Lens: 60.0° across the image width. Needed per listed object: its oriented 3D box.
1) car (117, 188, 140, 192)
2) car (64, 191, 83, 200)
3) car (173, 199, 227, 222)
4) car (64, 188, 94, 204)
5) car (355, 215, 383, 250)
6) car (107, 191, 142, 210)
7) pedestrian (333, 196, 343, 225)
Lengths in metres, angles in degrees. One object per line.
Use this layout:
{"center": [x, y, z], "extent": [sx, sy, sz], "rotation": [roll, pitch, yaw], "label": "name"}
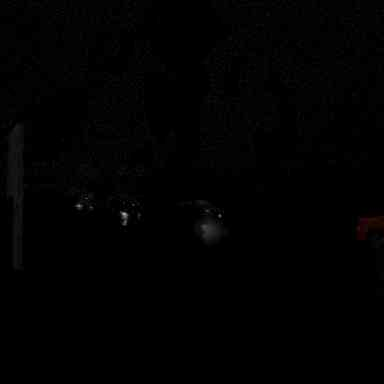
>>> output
{"center": [-8.006, 0.598, 39.816], "extent": [2.150, 2.045, 5.566], "rotation": [1, 1, -36], "label": "car"}
{"center": [-20.494, 0.606, 57.283], "extent": [1.895, 1.301, 4.718], "rotation": [1, 1, -36], "label": "car"}
{"center": [0.412, 1.205, 22.949], "extent": [1.812, 1.442, 4.674], "rotation": [1, 1, -36], "label": "car"}
{"center": [-14.969, 0.436, 44.559], "extent": [2.150, 2.045, 5.566], "rotation": [1, 0, -35], "label": "car"}
{"center": [8.454, 1.409, 11.703], "extent": [1.882, 1.535, 5.008], "rotation": [1, 0, -36], "label": "car"}
{"center": [-6.906, 0.959, 33.206], "extent": [1.837, 1.490, 4.892], "rotation": [1, 1, -36], "label": "car"}
{"center": [9.154, 1.139, 20.997], "extent": [0.375, 1.860, 0.375], "rotation": [2, -1, -36], "label": "pedestrian"}
